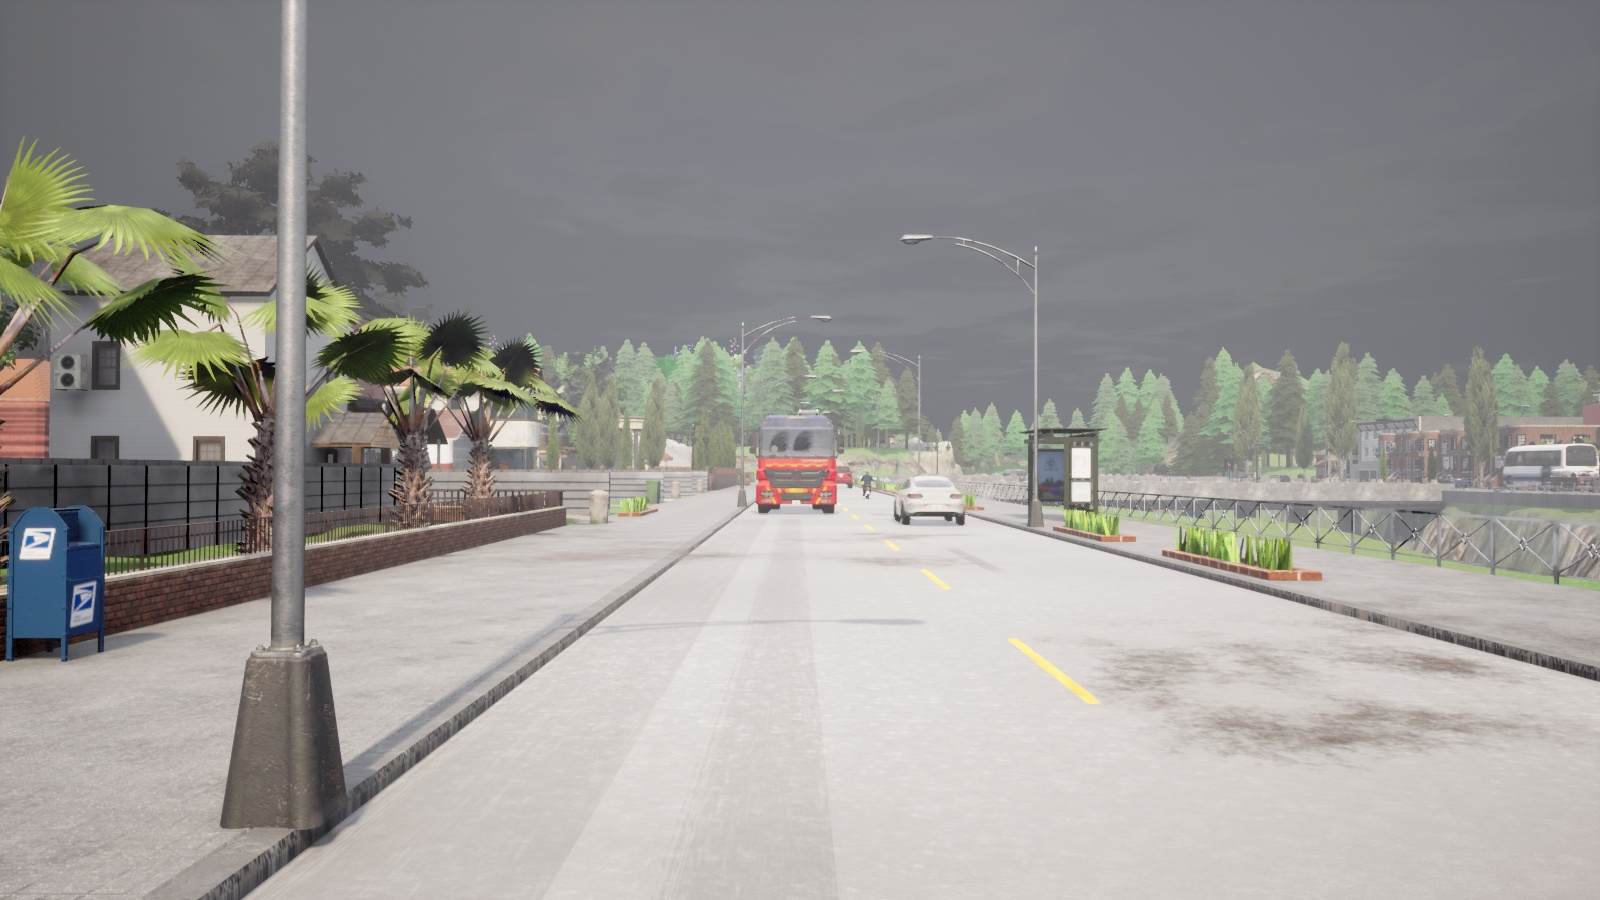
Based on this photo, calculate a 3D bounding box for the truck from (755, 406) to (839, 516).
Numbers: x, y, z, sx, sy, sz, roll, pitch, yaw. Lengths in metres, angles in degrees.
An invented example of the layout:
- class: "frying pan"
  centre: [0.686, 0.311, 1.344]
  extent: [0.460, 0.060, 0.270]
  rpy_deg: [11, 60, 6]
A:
- class: "truck"
  centre: [-0.126, 0.453, 47.890]
  extent: [2.891, 3.827, 8.468]
  rpy_deg: [0, -1, 0]

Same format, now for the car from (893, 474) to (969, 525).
- class: "car"
  centre: [3.903, 1.465, 38.213]
  extent: [1.812, 1.442, 4.674]
  rpy_deg: [0, -1, 0]
